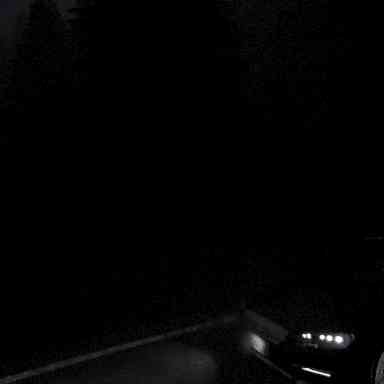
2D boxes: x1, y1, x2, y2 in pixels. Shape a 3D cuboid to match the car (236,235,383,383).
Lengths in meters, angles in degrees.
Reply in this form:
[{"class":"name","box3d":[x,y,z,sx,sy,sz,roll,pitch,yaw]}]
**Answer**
[{"class":"car","box3d":[2.952,1.440,4.856,4.902,1.511,2.128,0,1,-26]}]
